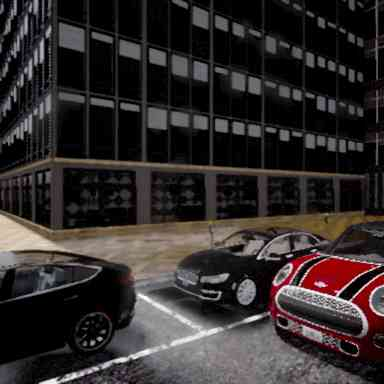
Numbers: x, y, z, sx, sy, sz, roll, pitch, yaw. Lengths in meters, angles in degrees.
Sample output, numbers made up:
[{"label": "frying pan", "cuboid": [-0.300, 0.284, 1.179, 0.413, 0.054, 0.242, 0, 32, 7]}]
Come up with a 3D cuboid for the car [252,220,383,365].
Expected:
[{"label": "car", "cuboid": [3.468, 1.331, 5.824, 4.553, 1.767, 2.097, 0, 0, -35]}]

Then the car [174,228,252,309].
[{"label": "car", "cuboid": [1.654, 1.531, 7.732, 4.403, 1.369, 2.008, 0, 0, -35]}]

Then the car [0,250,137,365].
[{"label": "car", "cuboid": [-2.856, 1.565, 4.518, 4.313, 1.339, 1.947, 0, 0, -35]}]
